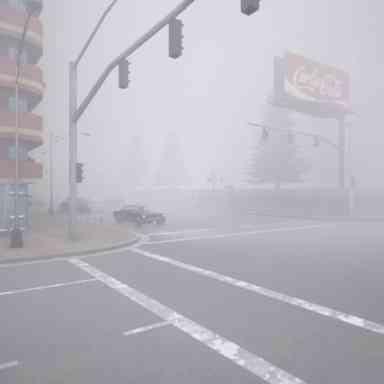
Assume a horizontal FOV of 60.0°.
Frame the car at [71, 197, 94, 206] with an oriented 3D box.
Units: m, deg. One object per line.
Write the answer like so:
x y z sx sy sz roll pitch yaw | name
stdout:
-18.290 1.539 55.324 2.033 1.411 5.357 0 0 -36 | car

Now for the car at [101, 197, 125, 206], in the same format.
-12.320 1.495 53.046 1.837 1.490 4.892 0 0 -36 | car

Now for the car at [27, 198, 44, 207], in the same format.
-24.282 1.560 51.482 1.994 1.385 4.181 0 0 -36 | car

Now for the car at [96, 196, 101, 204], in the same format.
-17.671 1.516 60.424 1.812 1.442 4.674 0 0 -37 | car

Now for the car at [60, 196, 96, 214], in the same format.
-12.043 1.347 34.432 2.097 1.767 4.553 0 0 -36 | car

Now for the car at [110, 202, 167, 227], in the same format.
-3.659 1.596 22.856 1.895 1.301 4.718 0 0 -36 | car
